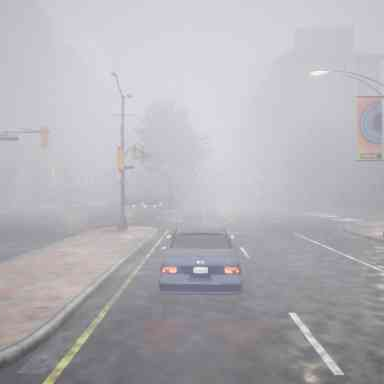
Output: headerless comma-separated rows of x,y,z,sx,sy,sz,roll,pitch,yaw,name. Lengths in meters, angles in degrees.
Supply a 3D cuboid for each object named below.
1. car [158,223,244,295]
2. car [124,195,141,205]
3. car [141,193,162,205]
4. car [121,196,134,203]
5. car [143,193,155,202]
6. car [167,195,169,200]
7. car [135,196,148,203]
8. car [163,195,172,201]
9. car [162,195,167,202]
0.225,1.547,8.891,2.033,1.411,5.357,0,0,1,car
-10.537,1.352,57.817,2.097,1.767,4.553,0,0,1,car
-7.037,1.352,57.941,2.097,1.767,4.553,0,0,1,car
-13.491,1.595,69.781,1.895,1.301,4.718,0,0,1,car
-10.079,1.225,78.678,2.150,2.045,5.566,0,0,1,car
-6.618,1.525,76.487,2.128,1.511,4.902,0,0,1,car
-10.281,1.505,67.992,1.837,1.490,4.892,0,0,1,car
-6.434,1.478,86.581,1.882,1.535,5.008,0,0,1,car
-6.824,1.352,66.713,2.097,1.767,4.553,0,0,1,car
